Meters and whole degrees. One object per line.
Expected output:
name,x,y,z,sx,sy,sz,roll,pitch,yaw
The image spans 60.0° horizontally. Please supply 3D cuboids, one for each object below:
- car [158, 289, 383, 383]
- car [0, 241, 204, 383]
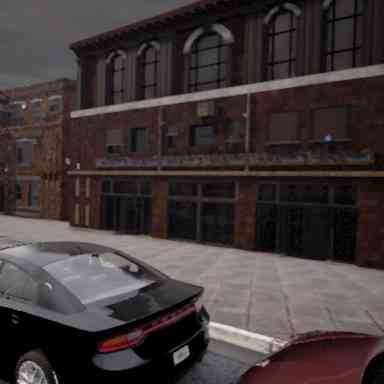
car,2.373,1.514,1.594,4.792,1.488,2.163,0,0,36
car,-2.141,1.455,4.725,5.008,1.535,2.097,0,0,35
